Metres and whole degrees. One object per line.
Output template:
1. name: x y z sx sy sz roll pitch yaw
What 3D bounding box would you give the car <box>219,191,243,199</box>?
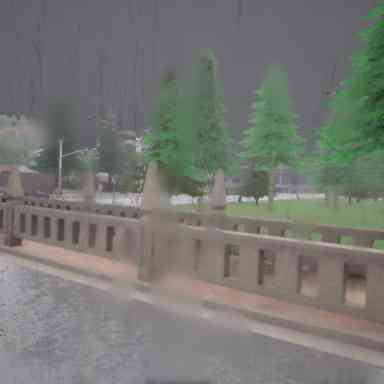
1. car: 7.391 0.496 62.701 2.033 1.411 5.357 3 2 37

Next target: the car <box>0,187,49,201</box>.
1. car: -17.980 0.303 35.093 2.033 1.411 5.357 3 2 38

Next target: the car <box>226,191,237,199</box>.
1. car: 4.537 0.576 53.050 2.128 1.511 4.902 3 2 38
